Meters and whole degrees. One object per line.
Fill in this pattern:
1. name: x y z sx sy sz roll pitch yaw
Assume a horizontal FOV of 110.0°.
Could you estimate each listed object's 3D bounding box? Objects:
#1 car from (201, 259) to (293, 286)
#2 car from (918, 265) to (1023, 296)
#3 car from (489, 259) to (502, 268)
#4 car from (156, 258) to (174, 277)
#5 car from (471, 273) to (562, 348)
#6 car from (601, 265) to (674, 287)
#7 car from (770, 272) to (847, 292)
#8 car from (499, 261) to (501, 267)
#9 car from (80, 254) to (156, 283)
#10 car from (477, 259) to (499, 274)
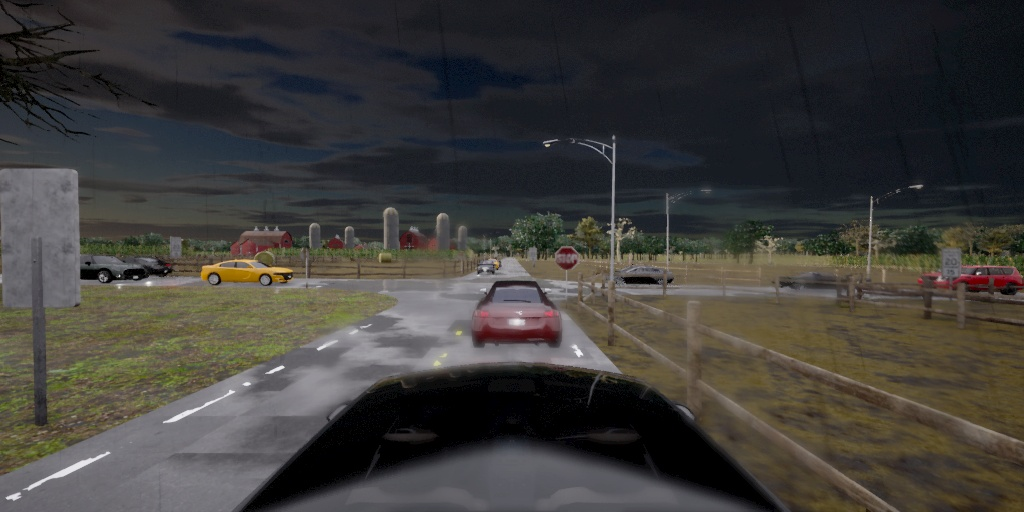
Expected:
1. car: -16.329 0.979 22.283 5.008 1.535 1.882 1 1 0
2. car: 32.577 1.665 25.512 5.566 2.045 2.150 1 1 0
3. car: -2.830 1.244 61.142 1.994 1.385 4.181 0 0 0
4. car: -26.737 0.792 25.162 4.892 1.490 1.837 1 1 0
5. car: 0.098 1.311 9.250 1.994 1.385 4.181 0 0 0
6. car: 8.835 1.406 25.382 4.902 1.511 2.128 1 1 0
7. car: 21.209 1.777 25.459 4.718 1.301 1.895 1 1 0
8. car: -2.845 1.179 50.234 1.882 1.535 5.008 0 0 0
9. car: -25.575 0.702 22.229 4.553 1.767 2.097 1 1 0
10. car: -2.814 1.210 39.880 2.128 1.511 4.902 0 0 -1
